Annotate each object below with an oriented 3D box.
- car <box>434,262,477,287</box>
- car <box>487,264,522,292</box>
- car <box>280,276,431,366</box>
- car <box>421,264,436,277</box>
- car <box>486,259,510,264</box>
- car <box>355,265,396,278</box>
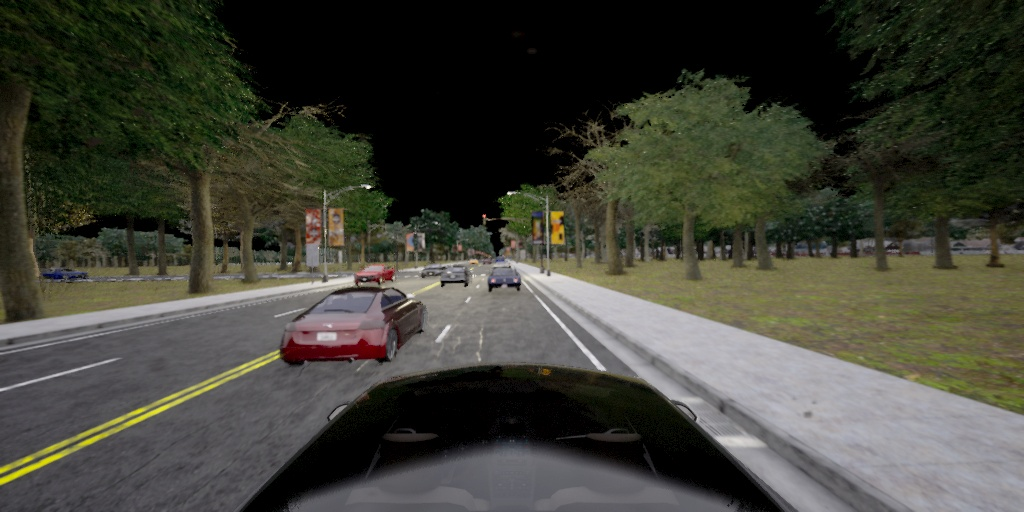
[{"bbox_3d":[-3.850,1.369,25.370,2.033,1.411,5.357,-1,0,-2],"label":"car"},{"bbox_3d":[-0.473,1.361,21.572,1.895,1.301,4.718,-1,0,-2],"label":"car"},{"bbox_3d":[-3.284,1.373,8.245,1.994,1.385,4.181,-1,0,-2],"label":"car"},{"bbox_3d":[-7.540,1.456,34.994,1.994,1.385,4.181,-1,0,-2],"label":"car"},{"bbox_3d":[-0.829,1.261,31.601,2.128,1.511,4.902,-1,0,-1],"label":"car"},{"bbox_3d":[-10.619,1.422,28.136,1.882,1.535,5.008,-1,0,-2],"label":"car"}]
